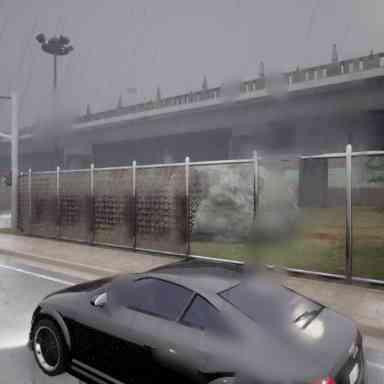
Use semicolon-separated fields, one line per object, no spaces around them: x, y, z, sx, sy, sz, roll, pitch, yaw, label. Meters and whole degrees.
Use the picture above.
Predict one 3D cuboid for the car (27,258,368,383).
-0.189;1.564;4.125;4.181;1.385;1.994;0;0;36;car
